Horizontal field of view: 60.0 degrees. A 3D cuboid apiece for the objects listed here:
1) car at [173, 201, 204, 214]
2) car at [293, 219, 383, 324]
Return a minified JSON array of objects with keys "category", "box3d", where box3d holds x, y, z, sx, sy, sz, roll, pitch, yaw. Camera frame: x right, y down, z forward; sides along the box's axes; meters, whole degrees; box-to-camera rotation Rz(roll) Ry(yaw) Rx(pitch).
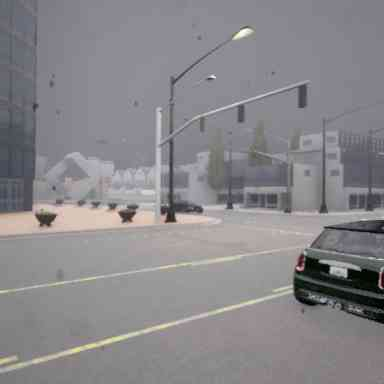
[{"category":"car","box3d":[-0.566,1.634,35.984,1.994,1.385,4.181,1,-1,-35]},{"category":"car","box3d":[4.197,1.364,6.831,4.553,1.767,2.097,0,0,-35]}]
